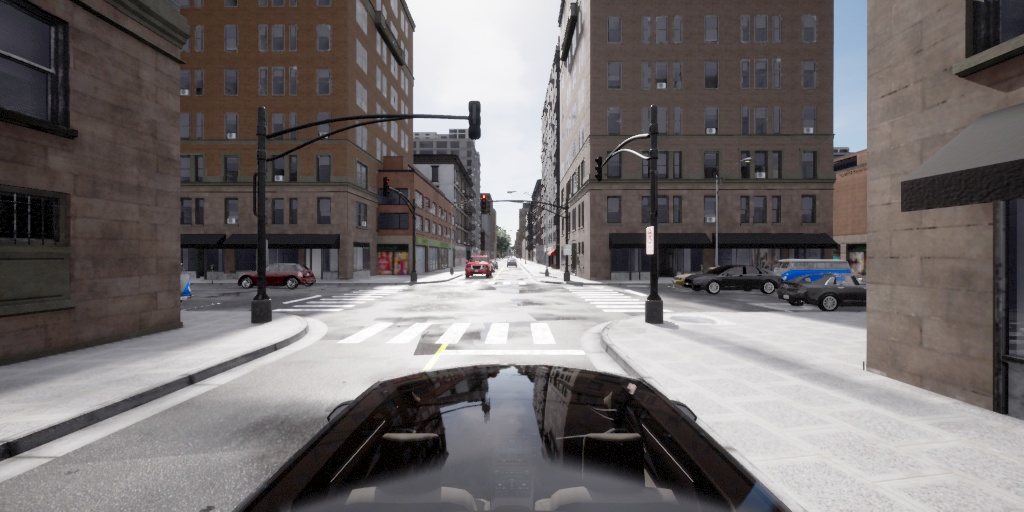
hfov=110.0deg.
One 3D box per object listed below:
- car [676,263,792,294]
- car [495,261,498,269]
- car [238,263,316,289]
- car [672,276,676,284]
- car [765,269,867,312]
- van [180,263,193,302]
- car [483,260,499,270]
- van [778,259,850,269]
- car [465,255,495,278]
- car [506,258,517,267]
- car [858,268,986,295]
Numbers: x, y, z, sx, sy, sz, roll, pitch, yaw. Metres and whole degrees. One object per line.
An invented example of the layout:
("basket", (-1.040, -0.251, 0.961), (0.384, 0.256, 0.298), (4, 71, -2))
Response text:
("car", (11.921, 1.248, 19.465), (4.892, 1.490, 1.837), (0, 0, -1))
("car", (-3.117, 1.259, 44.062), (1.812, 1.442, 4.674), (0, 0, 0))
("car", (-14.611, 1.172, 22.287), (4.097, 1.591, 1.967), (0, 0, 1))
("car", (12.413, 1.264, 22.017), (4.829, 1.417, 1.751), (0, 0, 1))
("car", (12.516, 1.305, 13.490), (4.403, 1.370, 2.007), (0, 0, 1))
("van", (-14.678, 1.089, 13.761), (3.998, 1.789, 1.690), (0, 0, 1))
("car", (-3.106, 1.288, 54.056), (1.994, 1.385, 4.181), (0, 0, 1))
("van", (18.253, 1.080, 21.959), (3.998, 1.789, 1.690), (0, 0, 1))
("car", (-3.111, 0.962, 34.225), (2.150, 2.045, 5.566), (0, 0, 0))
("car", (-0.026, 1.259, 63.766), (2.033, 1.411, 5.357), (0, 0, 0))
("car", (21.955, 1.346, 19.352), (4.718, 1.301, 1.895), (0, 0, 1))
